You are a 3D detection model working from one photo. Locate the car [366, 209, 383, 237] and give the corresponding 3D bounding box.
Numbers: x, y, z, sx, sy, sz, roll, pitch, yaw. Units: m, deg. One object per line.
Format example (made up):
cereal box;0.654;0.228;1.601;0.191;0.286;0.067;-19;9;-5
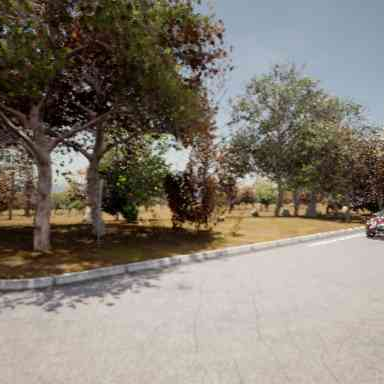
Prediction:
car;11.669;1.696;19.012;2.097;1.767;4.553;2;0;45
